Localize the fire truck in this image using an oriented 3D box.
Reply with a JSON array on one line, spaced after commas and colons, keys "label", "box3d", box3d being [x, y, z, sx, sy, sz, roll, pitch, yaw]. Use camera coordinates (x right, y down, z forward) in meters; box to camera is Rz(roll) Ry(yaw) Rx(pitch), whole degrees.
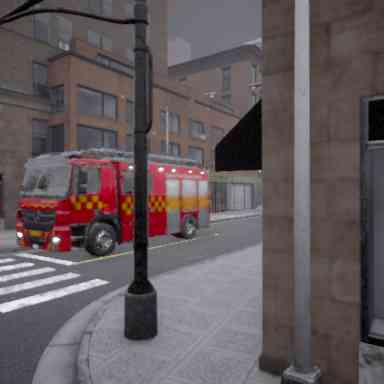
[{"label": "fire truck", "box3d": [-2.620, 0.301, 14.208, 2.891, 3.827, 8.468, 0, 0, 36]}]
